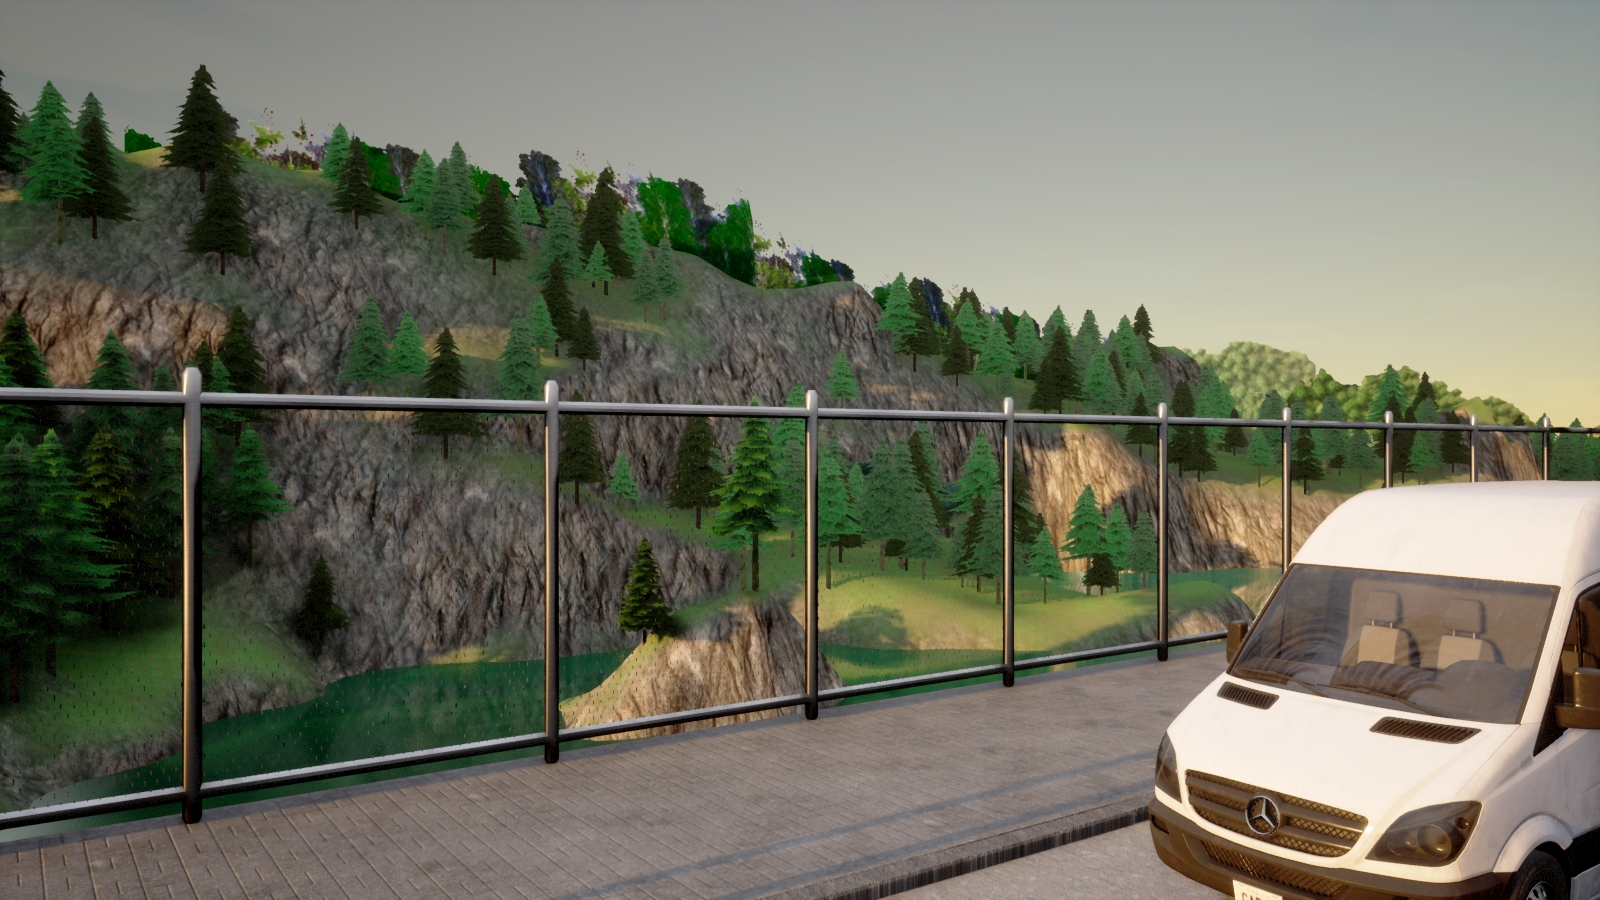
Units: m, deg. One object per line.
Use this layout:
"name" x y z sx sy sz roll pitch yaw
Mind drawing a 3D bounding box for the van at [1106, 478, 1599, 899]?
"van" 4.843 1.531 7.777 5.915 2.561 1.988 0 0 -35
